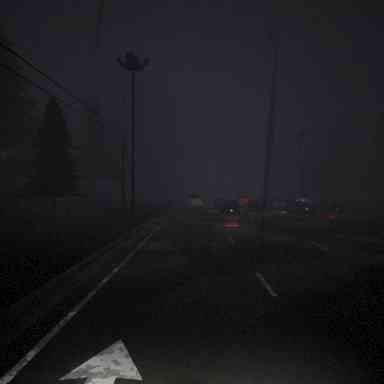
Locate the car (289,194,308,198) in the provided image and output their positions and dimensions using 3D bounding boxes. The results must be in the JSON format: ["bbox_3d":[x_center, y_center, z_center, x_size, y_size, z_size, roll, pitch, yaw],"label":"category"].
[{"bbox_3d":[14.342,1.221,45.555,2.150,2.045,5.566,0,0,0],"label":"car"}]

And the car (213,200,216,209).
[{"bbox_3d":[3.824,1.547,44.434,2.033,1.411,5.357,0,0,1],"label":"car"}]

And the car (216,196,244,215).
[{"bbox_3d":[3.787,1.505,34.053,1.837,1.490,4.892,0,0,0],"label":"car"}]

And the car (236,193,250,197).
[{"bbox_3d":[7.352,1.221,48.317,2.150,2.045,5.566,0,0,1],"label":"car"}]

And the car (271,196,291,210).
[{"bbox_3d":[10.819,1.547,43.272,2.033,1.411,5.357,0,0,0],"label":"car"}]

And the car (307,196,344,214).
[{"bbox_3d":[14.295,1.492,35.307,2.128,1.511,4.902,0,0,0],"label":"car"}]

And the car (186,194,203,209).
[{"bbox_3d":[0.344,1.221,44.653,2.150,2.045,5.566,0,0,1],"label":"car"}]

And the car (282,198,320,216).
[{"bbox_3d":[10.783,1.564,33.184,1.994,1.385,4.181,0,0,0],"label":"car"}]

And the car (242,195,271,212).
[{"bbox_3d":[7.313,1.478,38.305,1.882,1.535,5.008,0,0,1],"label":"car"}]
